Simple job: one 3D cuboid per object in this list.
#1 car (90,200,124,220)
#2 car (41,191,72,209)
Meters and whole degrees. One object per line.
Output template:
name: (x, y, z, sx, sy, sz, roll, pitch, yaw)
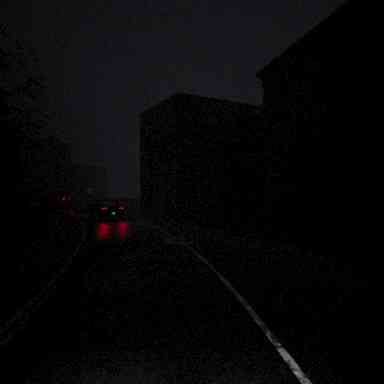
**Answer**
car: (-6.605, 1.307, 25.735, 1.812, 1.442, 4.674, 0, 0, -26)
car: (-16.271, 0.885, 39.770, 2.150, 2.045, 5.566, 0, 0, -40)
